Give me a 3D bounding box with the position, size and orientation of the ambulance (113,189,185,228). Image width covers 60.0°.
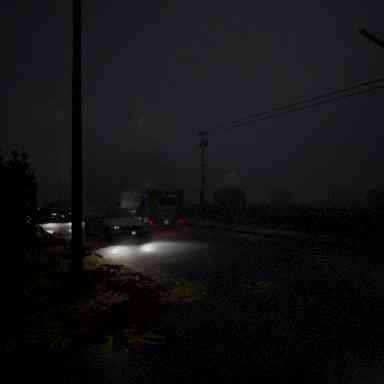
[{"bbox_3d":[-3.125,1.030,21.472,2.351,2.431,6.366,0,0,-35],"label":"ambulance"}]

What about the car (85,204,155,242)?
[{"bbox_3d":[-3.924,1.526,16.548,1.812,1.442,4.674,0,0,-36],"label":"car"}]

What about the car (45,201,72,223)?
[{"bbox_3d":[-10.766,1.504,26.116,1.837,1.490,4.892,0,0,-35],"label":"car"}]
